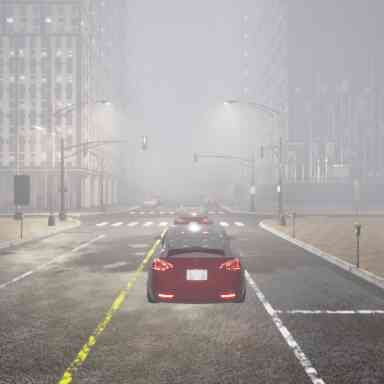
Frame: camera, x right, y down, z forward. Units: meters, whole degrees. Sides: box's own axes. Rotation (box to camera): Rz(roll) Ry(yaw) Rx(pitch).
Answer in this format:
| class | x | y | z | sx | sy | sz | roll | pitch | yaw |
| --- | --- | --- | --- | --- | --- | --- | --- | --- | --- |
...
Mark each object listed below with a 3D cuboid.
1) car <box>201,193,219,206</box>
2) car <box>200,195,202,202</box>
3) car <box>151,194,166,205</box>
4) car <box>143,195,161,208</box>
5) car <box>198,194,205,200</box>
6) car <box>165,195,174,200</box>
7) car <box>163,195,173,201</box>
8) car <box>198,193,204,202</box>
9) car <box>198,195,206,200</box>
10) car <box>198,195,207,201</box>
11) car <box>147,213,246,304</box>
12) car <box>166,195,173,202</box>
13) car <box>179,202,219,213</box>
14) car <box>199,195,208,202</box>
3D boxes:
| class | x | y | z | sx | sy | sz | roll | pitch | yaw |
| --- | --- | --- | --- | --- | --- | --- | --- | --- | --- |
| car | 2.747 | 1.398 | 47.206 | 1.967 | 1.590 | 4.097 | 0 | 0 | 0 |
| car | 2.707 | 1.497 | 52.885 | 2.008 | 1.369 | 4.403 | 0 | 0 | 0 |
| car | -5.871 | 1.261 | 52.872 | 2.192 | 1.841 | 5.009 | 0 | 0 | 0 |
| car | -5.893 | 1.483 | 47.024 | 1.752 | 1.417 | 4.829 | 0 | 0 | 0 |
| car | 2.546 | 1.361 | 92.777 | 1.752 | 1.417 | 4.829 | 0 | 0 | 0 |
| car | -5.825 | 1.407 | 86.925 | 2.008 | 1.369 | 4.403 | 0 | 0 | 0 |
| car | -5.816 | 1.424 | 81.249 | 2.008 | 1.369 | 4.403 | 0 | 0 | 0 |
| car | 2.583 | 1.220 | 69.907 | 2.192 | 1.841 | 5.009 | 0 | 0 | 0 |
| car | 2.555 | 1.407 | 86.931 | 2.008 | 1.369 | 4.403 | 0 | 0 | 0 |
| car | 2.564 | 1.418 | 81.256 | 1.887 | 1.381 | 4.507 | 0 | 0 | 0 |
| car | 0.082 | 1.501 | 8.196 | 2.163 | 1.488 | 4.792 | 0 | 0 | 0 |
| car | -5.808 | 1.435 | 75.574 | 1.887 | 1.381 | 4.507 | 0 | 0 | 0 |
| car | 0.062 | 1.496 | 17.444 | 2.163 | 1.488 | 4.792 | 0 | 0 | 0 |
| car | 2.573 | 1.415 | 75.752 | 1.752 | 1.417 | 4.829 | 0 | 0 | 0 |
